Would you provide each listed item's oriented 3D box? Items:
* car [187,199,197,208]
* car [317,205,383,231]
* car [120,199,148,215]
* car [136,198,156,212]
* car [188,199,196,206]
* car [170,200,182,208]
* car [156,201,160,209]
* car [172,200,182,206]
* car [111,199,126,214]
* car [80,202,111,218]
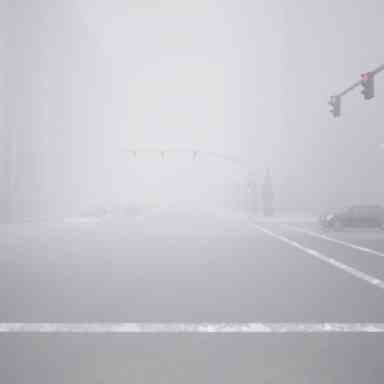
[{"bbox_3d":[0.013,2.378,68.009,1.882,1.535,5.008,0,-1,0],"label":"car"},{"bbox_3d":[10.968,1.653,22.661,4.553,1.767,2.097,0,-1,2],"label":"car"},{"bbox_3d":[-7.069,2.023,41.089,1.882,1.535,5.008,0,-1,0],"label":"car"},{"bbox_3d":[-7.060,2.145,50.355,1.882,1.535,5.008,0,-1,0],"label":"car"},{"bbox_3d":[0.014,2.399,77.405,1.882,1.535,5.008,0,-1,0],"label":"car"},{"bbox_3d":[-3.388,2.414,65.440,2.033,1.411,5.357,0,-1,0],"label":"car"},{"bbox_3d":[-7.033,2.356,61.015,2.033,1.411,5.357,0,-1,1],"label":"car"},{"bbox_3d":[-3.486,2.589,78.257,1.994,1.385,4.181,0,-1,0],"label":"car"},{"bbox_3d":[-10.579,2.088,44.981,2.128,1.511,4.902,0,-1,0],"label":"car"},{"bbox_3d":[-10.592,2.043,36.112,1.994,1.385,4.181,0,-1,1],"label":"car"}]
